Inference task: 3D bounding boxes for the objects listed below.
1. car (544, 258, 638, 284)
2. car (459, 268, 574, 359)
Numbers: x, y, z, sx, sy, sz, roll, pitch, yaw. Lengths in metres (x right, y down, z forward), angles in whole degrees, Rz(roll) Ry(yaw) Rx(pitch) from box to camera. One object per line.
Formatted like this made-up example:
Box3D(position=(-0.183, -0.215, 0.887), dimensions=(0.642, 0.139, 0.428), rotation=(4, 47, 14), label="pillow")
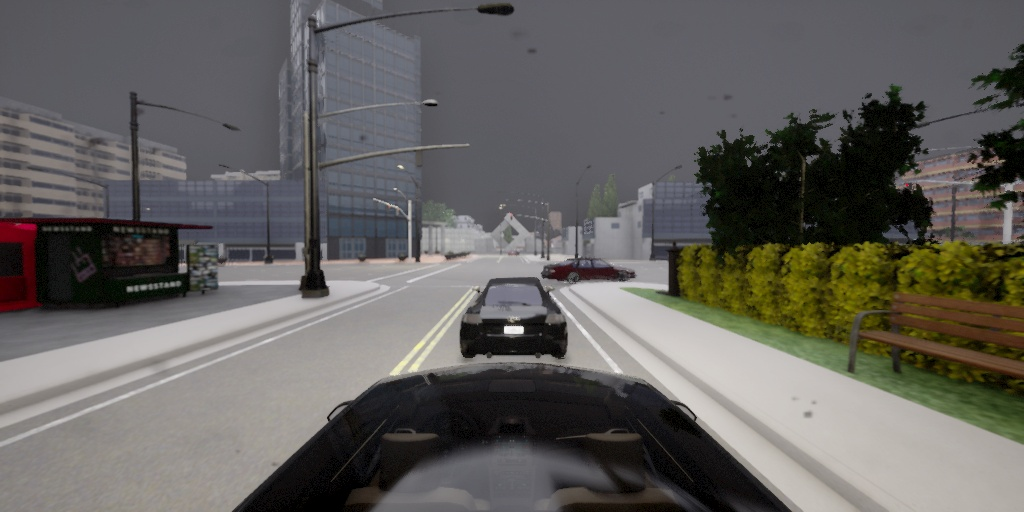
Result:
Box3D(position=(4.426, 0.809, 20.642), dimensions=(5.357, 1.411, 2.033), rotation=(0, 1, -13), label="car")
Box3D(position=(0.033, 1.152, 8.009), dimensions=(1.994, 1.385, 4.181), rotation=(0, 2, 0), label="car")
